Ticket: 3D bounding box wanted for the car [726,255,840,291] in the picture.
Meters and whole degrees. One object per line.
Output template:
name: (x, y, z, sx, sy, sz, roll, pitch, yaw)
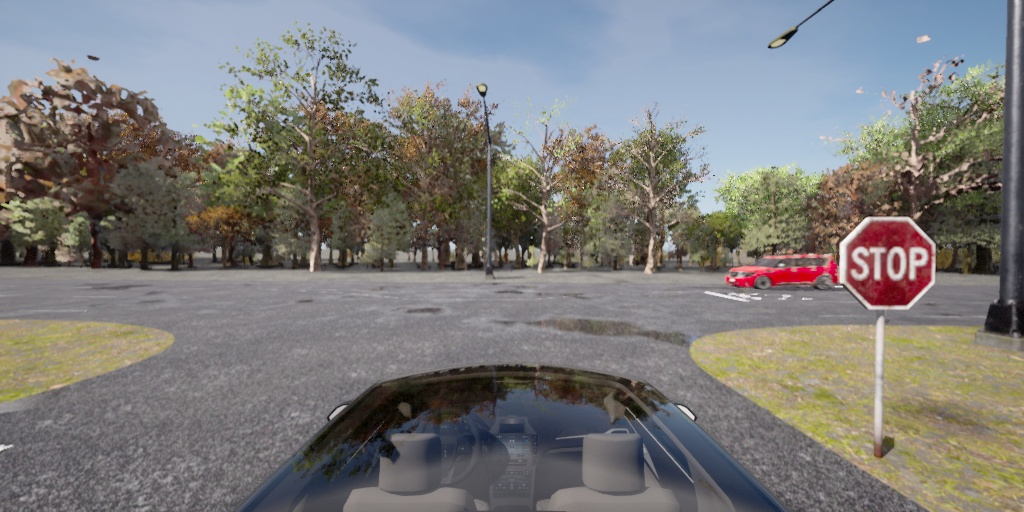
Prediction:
car: (15.305, 0.974, 20.368, 5.566, 2.045, 2.150, -1, 1, 0)
